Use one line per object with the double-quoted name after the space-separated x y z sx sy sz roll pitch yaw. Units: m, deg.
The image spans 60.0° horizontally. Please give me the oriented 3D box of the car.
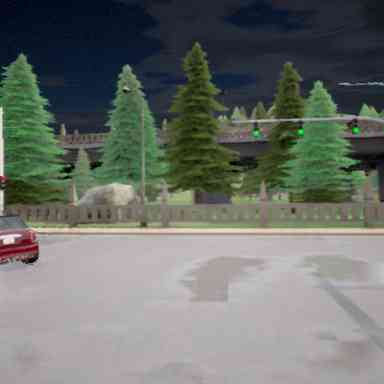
-7.060 1.452 10.768 4.553 1.767 2.097 -1 0 33 "car"
